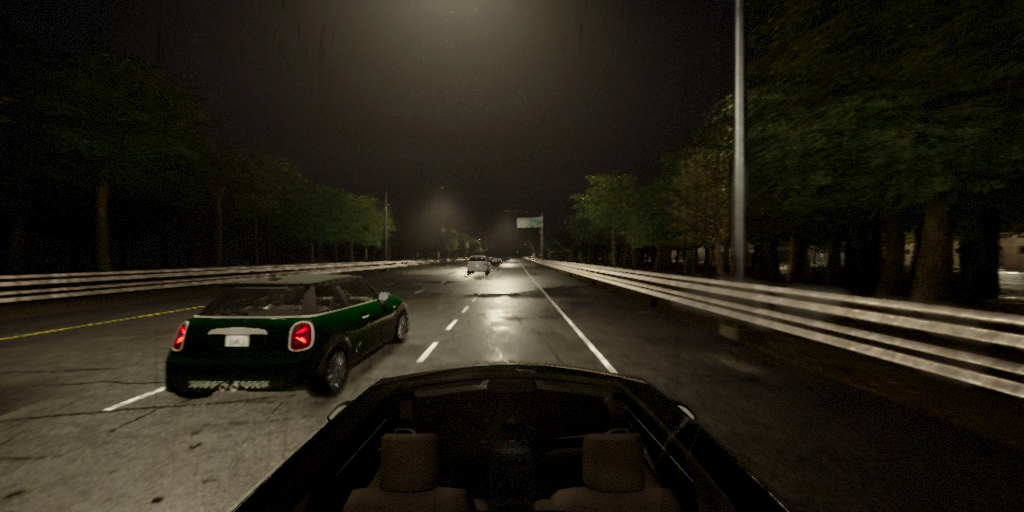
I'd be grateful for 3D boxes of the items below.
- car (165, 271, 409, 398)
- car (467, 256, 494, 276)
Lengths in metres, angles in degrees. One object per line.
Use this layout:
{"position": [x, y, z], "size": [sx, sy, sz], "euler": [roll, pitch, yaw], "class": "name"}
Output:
{"position": [-3.500, 1.103, 6.695], "size": [2.097, 1.767, 4.553], "euler": [0, 0, 0], "class": "car"}
{"position": [-3.423, 0.986, 37.992], "size": [2.150, 2.045, 5.566], "euler": [0, 0, 0], "class": "car"}
